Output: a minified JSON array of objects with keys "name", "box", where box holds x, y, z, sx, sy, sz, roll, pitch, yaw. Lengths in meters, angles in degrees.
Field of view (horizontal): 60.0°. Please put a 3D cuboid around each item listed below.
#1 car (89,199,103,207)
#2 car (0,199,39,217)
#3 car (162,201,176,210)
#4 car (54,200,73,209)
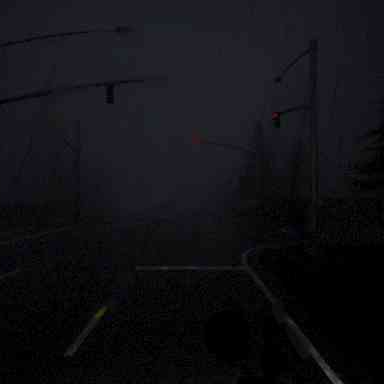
[{"name":"car","box":[-17.481,2.040,60.534,1.845,1.501,3.633,0,-1,0]},{"name":"car","box":[-17.717,1.720,34.503,2.007,1.523,4.514,0,-1,0]},{"name":"car","box":[-3.522,2.128,52.279,1.994,1.385,4.181,0,-1,0]},{"name":"car","box":[-20.531,1.969,53.142,1.970,1.475,3.806,0,-1,0]}]
